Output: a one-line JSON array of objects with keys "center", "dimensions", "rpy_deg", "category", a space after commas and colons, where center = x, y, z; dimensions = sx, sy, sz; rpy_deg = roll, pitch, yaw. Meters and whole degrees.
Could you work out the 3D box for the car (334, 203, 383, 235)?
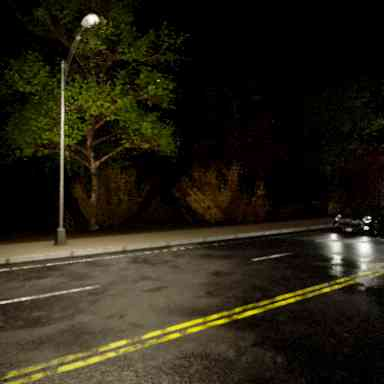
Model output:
[{"center": [10.208, 1.441, 19.215], "dimensions": [4.553, 1.767, 2.097], "rpy_deg": [0, 0, -37], "category": "car"}]
